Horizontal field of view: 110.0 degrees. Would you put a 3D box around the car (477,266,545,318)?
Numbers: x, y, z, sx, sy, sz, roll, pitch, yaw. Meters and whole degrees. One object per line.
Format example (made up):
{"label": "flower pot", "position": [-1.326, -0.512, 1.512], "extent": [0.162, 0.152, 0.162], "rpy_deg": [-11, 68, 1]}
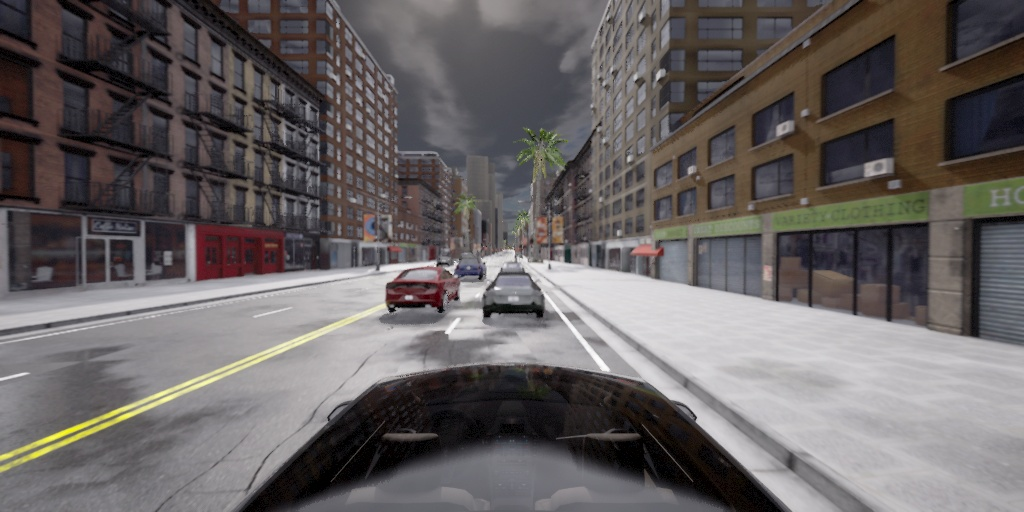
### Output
{"label": "car", "position": [0.056, 1.227, 12.579], "extent": [1.994, 1.385, 4.181], "rpy_deg": [0, 0, 0]}

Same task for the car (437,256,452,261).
{"label": "car", "position": [-9.849, 0.813, 52.876], "extent": [1.837, 1.490, 4.892], "rpy_deg": [0, 0, 0]}

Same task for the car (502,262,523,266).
{"label": "car", "position": [0.030, 1.103, 25.241], "extent": [2.033, 1.411, 5.357], "rpy_deg": [0, 1, 0]}

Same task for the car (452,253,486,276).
{"label": "car", "position": [-3.198, 0.875, 28.636], "extent": [2.097, 1.767, 4.553], "rpy_deg": [0, 0, 0]}

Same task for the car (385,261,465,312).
{"label": "car", "position": [-3.188, 1.133, 13.681], "extent": [1.882, 1.535, 5.008], "rpy_deg": [0, 0, 1]}

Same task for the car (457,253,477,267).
{"label": "car", "position": [-6.601, 0.529, 53.060], "extent": [2.150, 2.045, 5.566], "rpy_deg": [0, 0, 0]}
